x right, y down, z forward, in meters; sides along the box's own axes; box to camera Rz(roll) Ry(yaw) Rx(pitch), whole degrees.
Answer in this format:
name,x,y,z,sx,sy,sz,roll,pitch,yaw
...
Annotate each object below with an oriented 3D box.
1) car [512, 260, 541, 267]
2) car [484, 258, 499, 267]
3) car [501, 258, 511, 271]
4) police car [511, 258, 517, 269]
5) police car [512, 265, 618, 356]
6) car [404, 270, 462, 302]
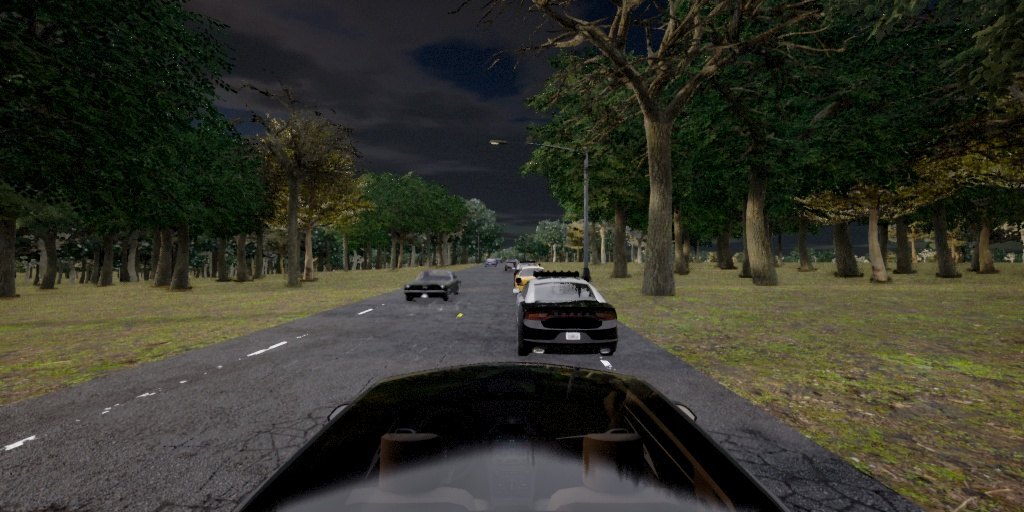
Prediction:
name,x,y,z,sx,sy,sz,roll,pitch,yaw
car,1.057,1.192,18.850,1.801,1.575,5.366,0,0,0
car,-3.555,1.117,59.989,1.812,1.442,4.674,0,0,0
car,0.037,1.130,45.977,2.128,1.511,4.902,0,0,1
police car,1.060,1.148,24.770,1.930,1.638,5.238,0,0,0
police car,1.054,1.174,8.767,1.930,1.638,5.238,0,0,0
car,-3.595,1.341,16.980,1.895,1.301,4.718,0,0,0
